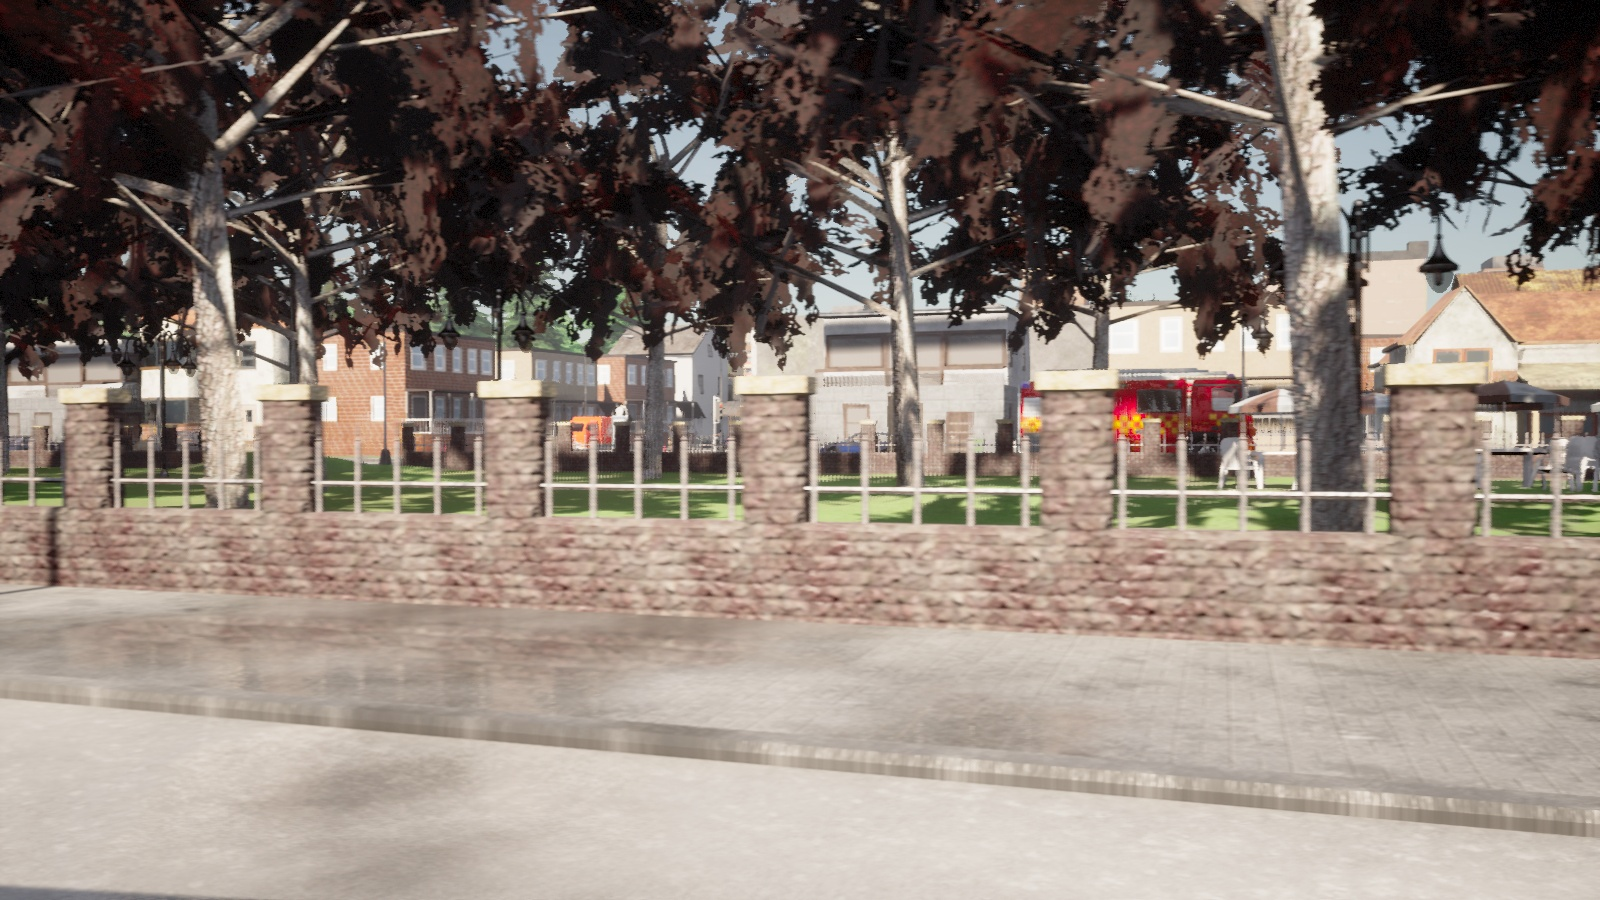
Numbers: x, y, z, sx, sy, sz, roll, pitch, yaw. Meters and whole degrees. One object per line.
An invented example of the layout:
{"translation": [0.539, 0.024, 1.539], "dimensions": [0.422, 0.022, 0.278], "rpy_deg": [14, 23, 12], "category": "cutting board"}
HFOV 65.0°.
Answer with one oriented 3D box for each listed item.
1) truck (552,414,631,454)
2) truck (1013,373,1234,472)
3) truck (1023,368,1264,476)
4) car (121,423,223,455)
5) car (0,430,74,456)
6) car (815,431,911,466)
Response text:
{"translation": [-13.088, -0.968, 79.338], "dimensions": [2.627, 2.467, 5.204], "rpy_deg": [1, 0, 21], "category": "truck"}
{"translation": [13.185, -1.109, 51.243], "dimensions": [8.468, 3.827, 2.891], "rpy_deg": [1, 1, 19], "category": "truck"}
{"translation": [12.837, -1.045, 47.142], "dimensions": [8.468, 3.827, 2.891], "rpy_deg": [1, 1, 18], "category": "truck"}
{"translation": [-33.396, -0.590, 66.798], "dimensions": [5.027, 1.651, 2.152], "rpy_deg": [1, 1, 24], "category": "car"}
{"translation": [-43.717, -0.419, 70.505], "dimensions": [5.357, 1.411, 2.033], "rpy_deg": [1, 1, 19], "category": "car"}
{"translation": [2.762, -0.075, 54.778], "dimensions": [3.806, 1.475, 1.970], "rpy_deg": [1, 1, 19], "category": "car"}
